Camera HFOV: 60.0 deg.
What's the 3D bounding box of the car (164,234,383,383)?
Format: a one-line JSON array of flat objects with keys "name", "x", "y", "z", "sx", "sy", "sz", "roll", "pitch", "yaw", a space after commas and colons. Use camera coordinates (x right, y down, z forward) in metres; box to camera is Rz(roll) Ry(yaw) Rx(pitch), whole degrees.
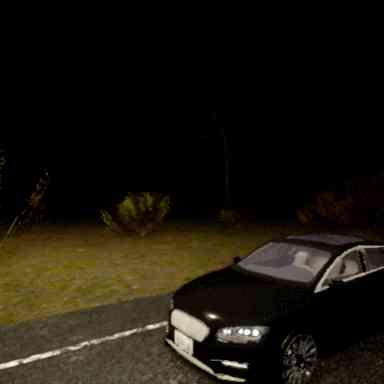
[{"name": "car", "x": 1.907, "y": 1.490, "z": 5.299, "sx": 4.902, "sy": 1.511, "sz": 2.128, "roll": 0, "pitch": 0, "yaw": -35}]
